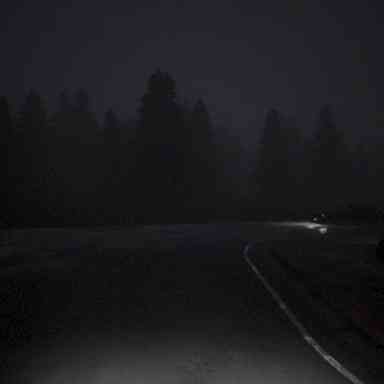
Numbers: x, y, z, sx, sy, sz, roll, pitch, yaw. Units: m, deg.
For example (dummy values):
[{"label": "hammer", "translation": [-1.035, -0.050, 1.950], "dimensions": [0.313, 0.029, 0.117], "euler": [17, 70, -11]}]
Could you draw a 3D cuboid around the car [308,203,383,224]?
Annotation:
[{"label": "car", "translation": [11.015, 1.473, 23.567], "dimensions": [5.357, 1.411, 2.033], "euler": [0, 0, -16]}]
